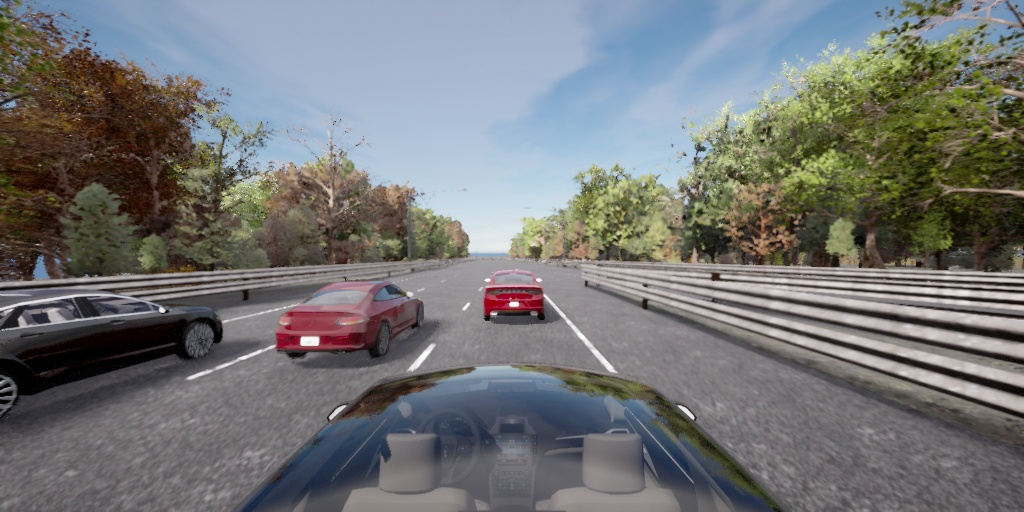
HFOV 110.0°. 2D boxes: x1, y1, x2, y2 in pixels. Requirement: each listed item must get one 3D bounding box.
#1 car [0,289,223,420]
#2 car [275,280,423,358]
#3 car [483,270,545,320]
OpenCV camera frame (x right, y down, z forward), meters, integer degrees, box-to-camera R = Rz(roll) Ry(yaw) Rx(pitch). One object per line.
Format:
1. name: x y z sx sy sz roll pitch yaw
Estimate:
1. car: -6.915 1.243 5.445 2.128 1.511 4.902 0 0 0
2. car: -3.424 1.277 8.364 1.812 1.442 4.674 0 0 0
3. car: 0.050 1.228 12.717 1.882 1.535 5.008 0 0 0
